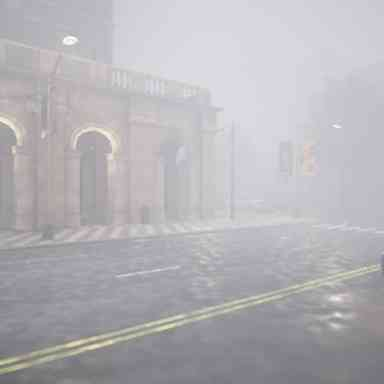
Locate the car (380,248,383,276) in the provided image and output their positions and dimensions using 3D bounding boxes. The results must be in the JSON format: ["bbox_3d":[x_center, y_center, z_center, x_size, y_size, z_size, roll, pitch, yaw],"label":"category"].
[{"bbox_3d":[6.650,1.576,8.613,4.674,1.442,1.812,0,0,-36],"label":"car"}]

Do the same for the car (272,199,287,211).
[{"bbox_3d":[10.291,1.671,44.297,1.837,1.490,4.892,0,0,-36],"label":"car"}]

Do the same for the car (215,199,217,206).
[{"bbox_3d":[0.992,1.695,51.233,2.033,1.411,5.357,0,0,-36],"label":"car"}]

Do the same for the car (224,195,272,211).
[{"bbox_3d":[7.060,1.371,42.793,2.150,2.045,5.566,0,0,-36],"label":"car"}]

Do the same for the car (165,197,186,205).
[{"bbox_3d":[-3.160,1.691,63.070,1.812,1.442,4.674,0,0,-35],"label":"car"}]

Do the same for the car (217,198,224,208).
[{"bbox_3d":[4.603,1.713,52.206,2.033,1.411,5.357,0,0,-36],"label":"car"}]
